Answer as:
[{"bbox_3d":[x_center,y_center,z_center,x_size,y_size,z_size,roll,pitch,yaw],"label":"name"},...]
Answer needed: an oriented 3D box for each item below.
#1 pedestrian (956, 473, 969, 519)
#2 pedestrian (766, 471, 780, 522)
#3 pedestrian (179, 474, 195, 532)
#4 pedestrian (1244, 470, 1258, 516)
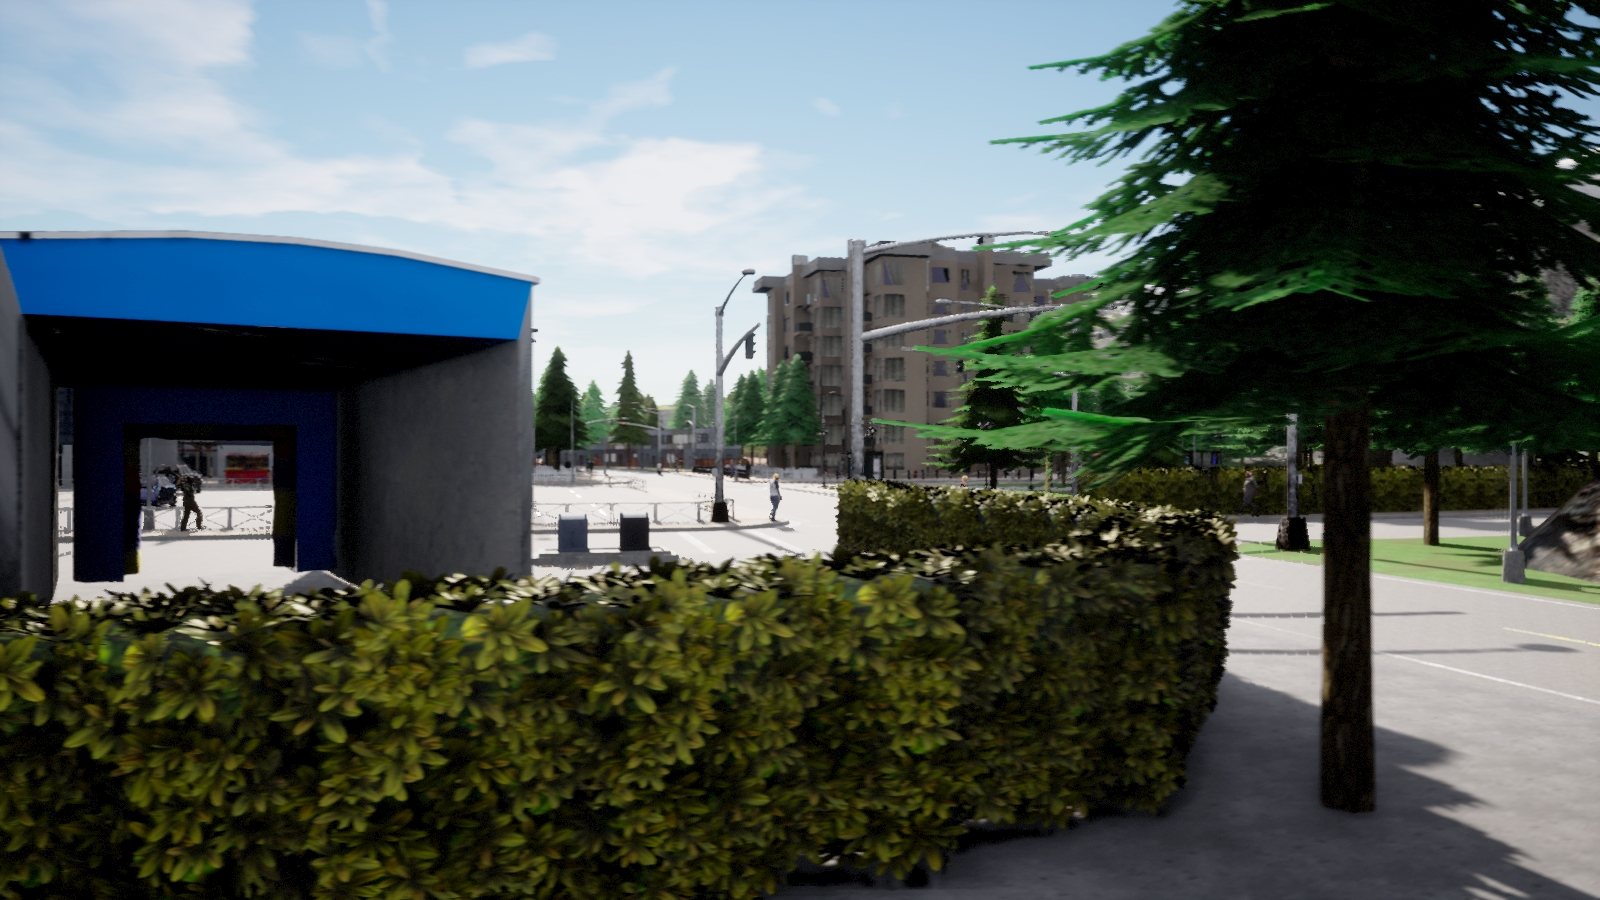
[{"bbox_3d":[6.603,1.879,46.464,0.375,1.860,0.375,0,0,-28],"label":"pedestrian"},{"bbox_3d":[-0.997,1.726,42.366,0.375,1.860,0.375,0,0,-36],"label":"pedestrian"},{"bbox_3d":[-19.943,1.728,37.153,0.375,1.860,0.375,0,0,-14],"label":"pedestrian"},{"bbox_3d":[18.148,1.721,45.950,0.375,1.860,0.375,0,0,-6],"label":"pedestrian"}]
